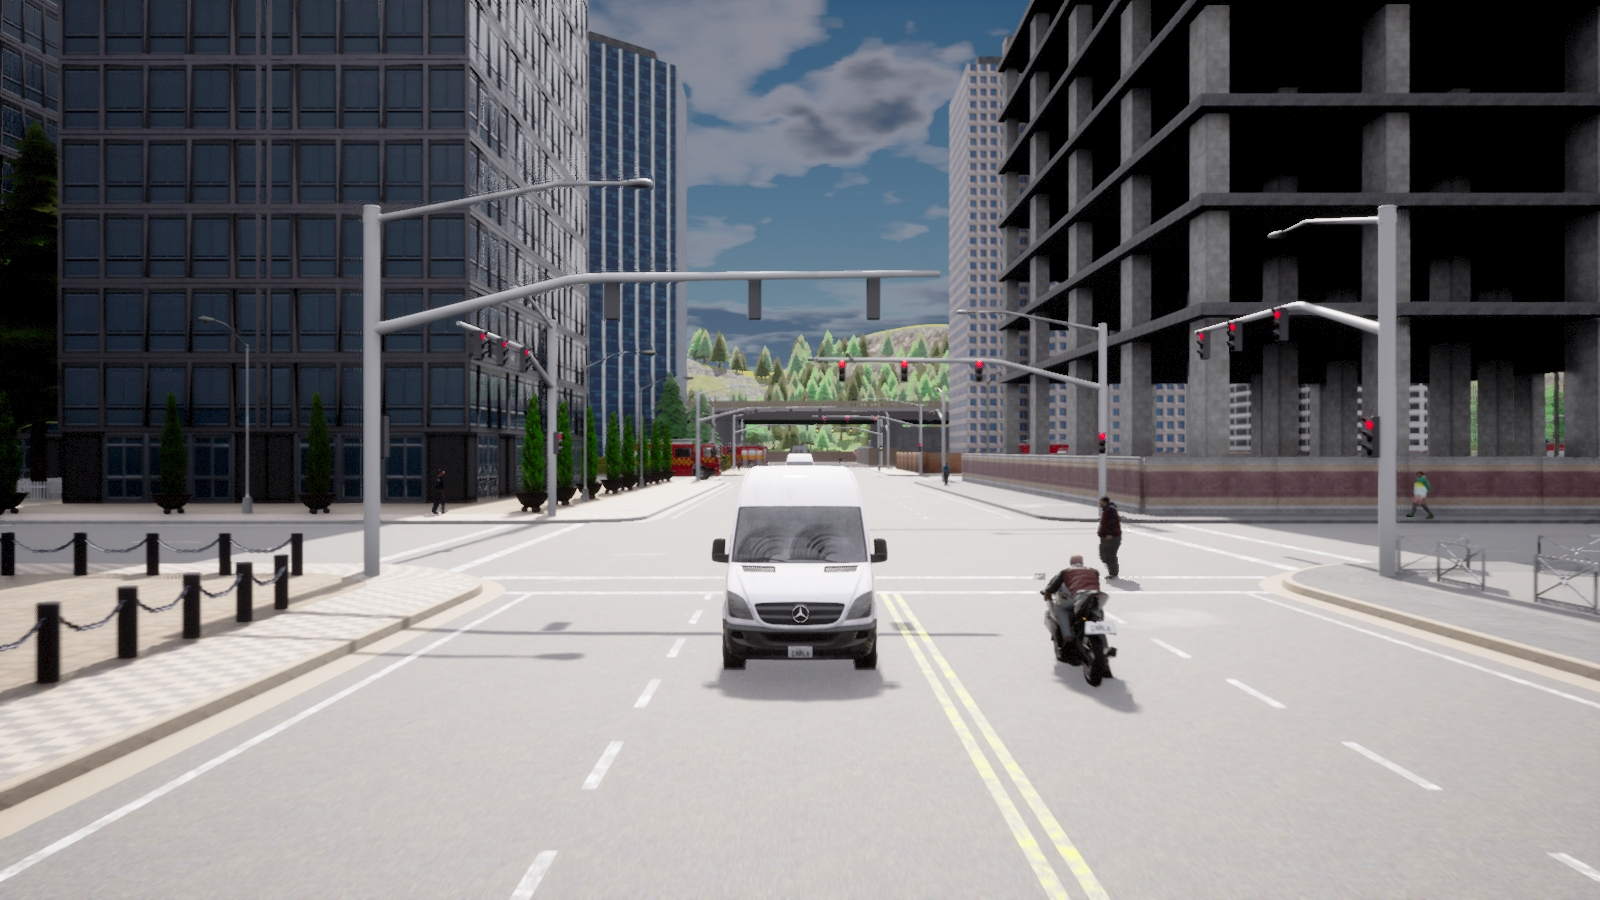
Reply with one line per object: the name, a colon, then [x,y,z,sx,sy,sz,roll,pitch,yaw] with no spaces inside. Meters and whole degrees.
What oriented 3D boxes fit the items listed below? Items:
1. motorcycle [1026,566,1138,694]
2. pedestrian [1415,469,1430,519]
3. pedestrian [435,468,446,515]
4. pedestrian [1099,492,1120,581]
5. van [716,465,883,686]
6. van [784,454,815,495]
motorcycle: [3.498,2.206,14.395,0.867,1.251,2.209,0,0,0]
pedestrian: [23.484,1.645,43.110,0.375,1.860,0.375,0,0,-2]
pedestrian: [-14.317,1.646,45.508,0.375,1.860,0.375,0,0,-4]
pedestrian: [6.605,1.837,24.411,0.375,1.860,0.375,0,0,5]
van: [-0.006,1.535,16.603,1.988,2.561,5.915,0,0,0]
van: [-0.014,1.541,75.289,1.988,2.561,5.915,0,0,0]
